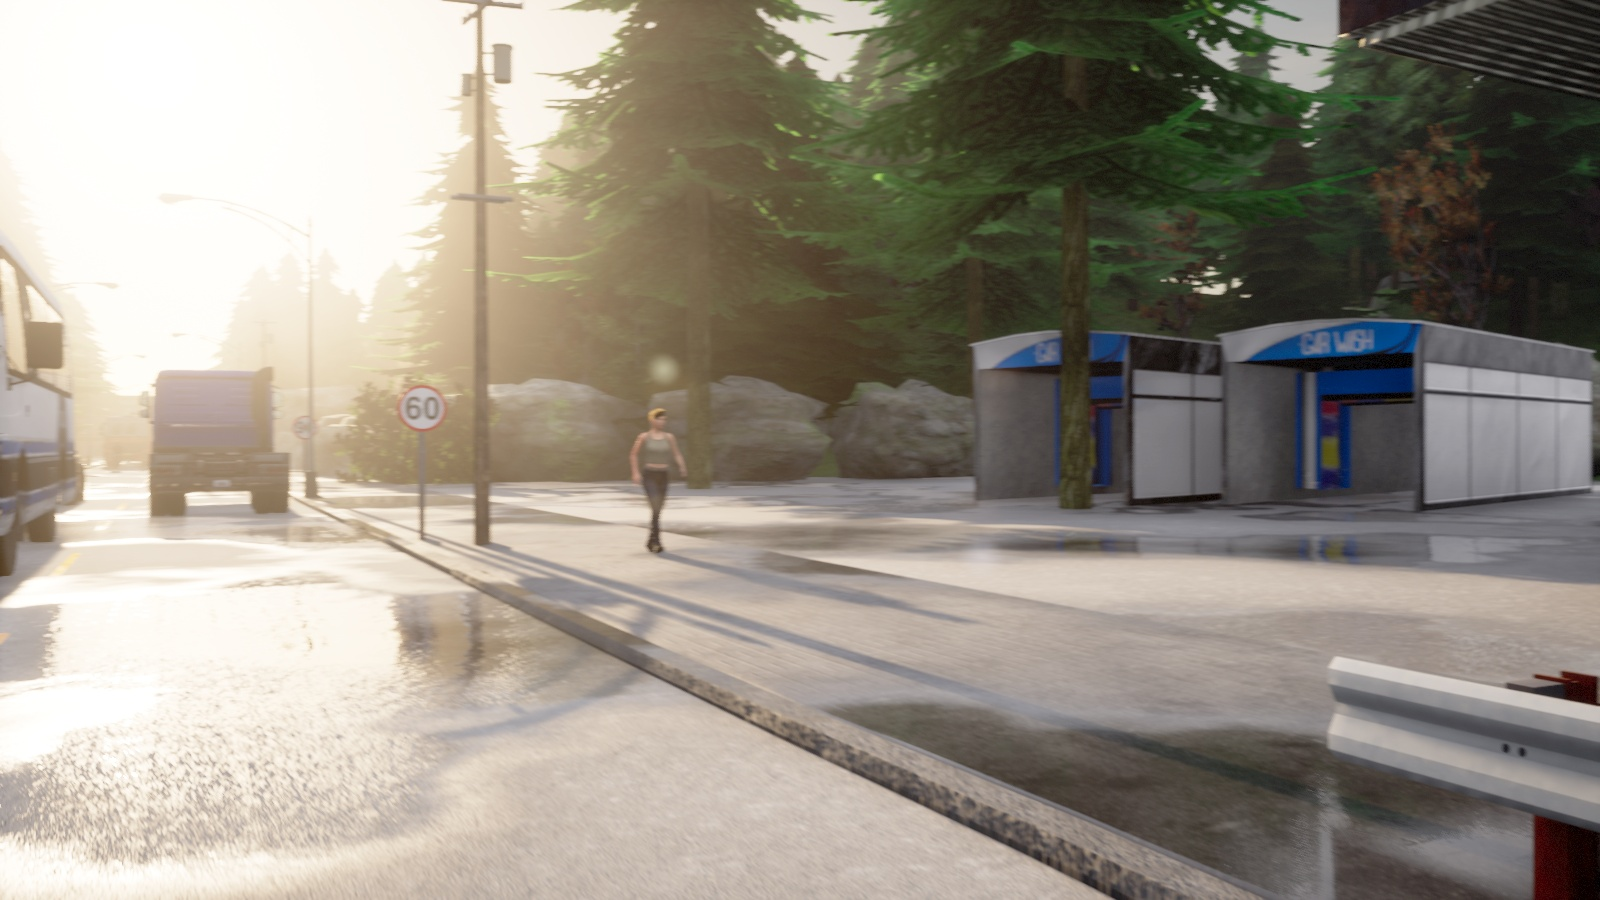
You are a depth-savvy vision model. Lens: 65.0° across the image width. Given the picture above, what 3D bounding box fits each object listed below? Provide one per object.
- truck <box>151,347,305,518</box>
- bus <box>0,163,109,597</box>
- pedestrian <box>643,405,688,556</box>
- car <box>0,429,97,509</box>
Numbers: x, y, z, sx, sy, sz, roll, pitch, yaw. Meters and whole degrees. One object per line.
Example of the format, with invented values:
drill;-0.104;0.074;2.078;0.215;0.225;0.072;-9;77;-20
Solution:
truck;-13.547;-0.377;29.602;2.891;3.462;7.936;0;0;-26
bus;-11.515;-0.701;16.262;3.944;4.253;10.273;0;0;-26
pedestrian;-1.673;0.370;15.613;0.345;1.836;0.594;0;0;-29
car;-19.037;0.419;31.766;1.932;1.855;4.605;0;1;-26
